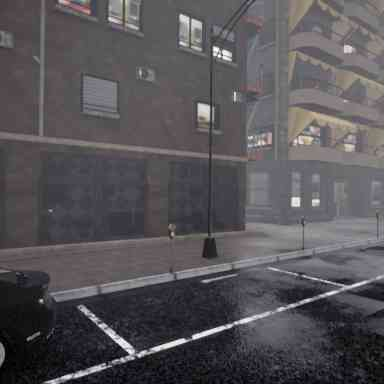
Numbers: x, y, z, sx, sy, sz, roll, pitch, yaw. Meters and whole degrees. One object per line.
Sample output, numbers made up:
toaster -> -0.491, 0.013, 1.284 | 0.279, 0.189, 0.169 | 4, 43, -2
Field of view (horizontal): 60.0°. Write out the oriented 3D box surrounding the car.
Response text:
car -> -3.889, 1.551, 3.730 | 4.403, 1.369, 2.008 | 0, 1, -36
